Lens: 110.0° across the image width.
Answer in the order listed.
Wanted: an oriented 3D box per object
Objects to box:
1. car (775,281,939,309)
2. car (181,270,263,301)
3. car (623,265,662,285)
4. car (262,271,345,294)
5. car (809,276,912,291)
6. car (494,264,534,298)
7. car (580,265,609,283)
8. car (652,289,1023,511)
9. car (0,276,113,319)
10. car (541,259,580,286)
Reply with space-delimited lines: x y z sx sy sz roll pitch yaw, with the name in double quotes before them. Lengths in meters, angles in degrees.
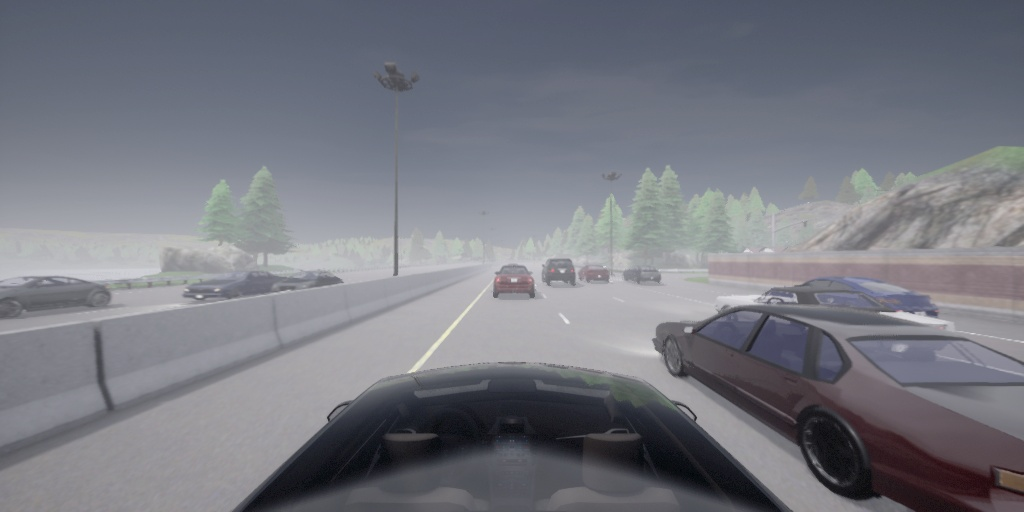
"car" 7.100 1.417 8.771 1.895 1.301 4.718 0 -1 0
"car" -14.007 1.459 18.733 2.033 1.411 5.357 0 -1 0
"car" 10.607 1.503 29.572 2.128 1.511 4.902 0 -1 0
"car" -10.506 1.476 18.790 1.994 1.385 4.181 0 -1 0
"car" 10.601 1.368 11.625 1.812 1.442 4.674 0 -1 0
"car" 0.104 1.274 20.087 2.097 1.767 4.553 0 -1 0
"car" 7.107 1.508 31.587 1.882 1.535 5.008 0 0 0
"car" 3.598 1.323 4.404 2.033 1.411 5.357 0 -1 0
"car" -17.558 1.423 13.086 1.994 1.385 4.181 0 -1 0
"car" 3.606 1.223 28.296 2.150 2.045 5.566 0 0 0
